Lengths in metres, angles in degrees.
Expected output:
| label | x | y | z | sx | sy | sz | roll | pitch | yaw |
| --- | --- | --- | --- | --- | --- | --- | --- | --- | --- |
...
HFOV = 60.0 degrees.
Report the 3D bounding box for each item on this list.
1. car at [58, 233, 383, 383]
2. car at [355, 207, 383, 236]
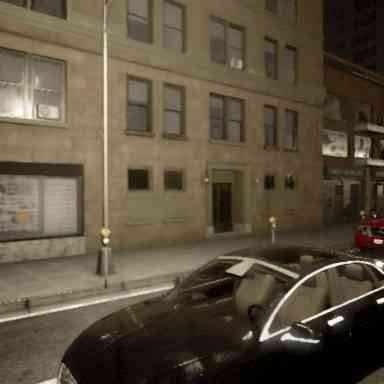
| label | x | y | z | sx | sy | sz | roll | pitch | yaw |
| --- | --- | --- | --- | --- | --- | --- | --- | --- | --- |
| car | 0.977 | 1.500 | 4.060 | 4.892 | 1.490 | 1.837 | 0 | 0 | -35 |
| car | 8.135 | 1.294 | 12.330 | 5.009 | 1.841 | 2.192 | 0 | 0 | -35 |
